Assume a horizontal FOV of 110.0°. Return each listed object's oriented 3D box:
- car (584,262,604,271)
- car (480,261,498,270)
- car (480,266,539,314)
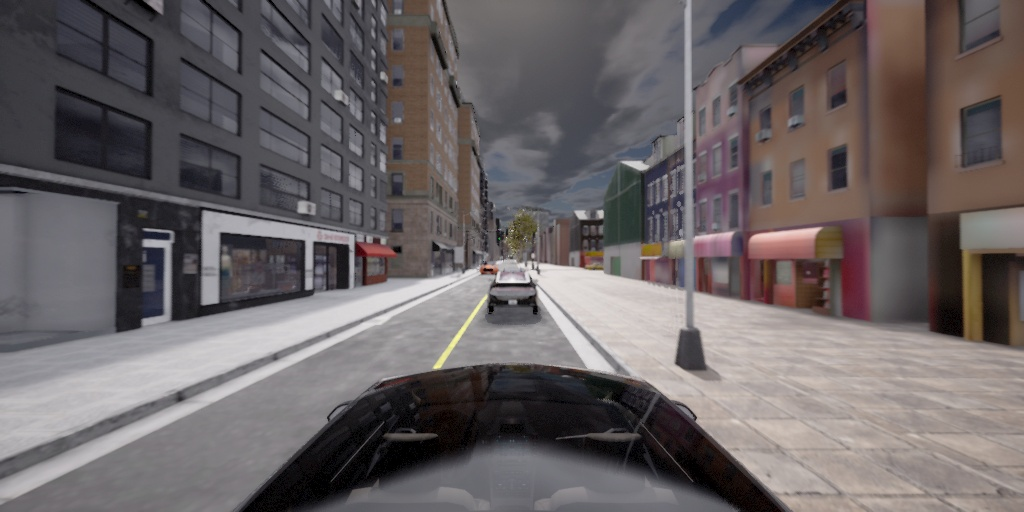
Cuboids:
[{"bbox_3d":[13.910,1.697,56.435,4.829,1.417,1.751,0,0,0],"label":"car"},{"bbox_3d":[-2.777,1.388,44.162,2.097,1.767,4.553,0,0,1],"label":"car"},{"bbox_3d":[0.049,1.335,14.273,2.128,1.511,4.902,0,0,0],"label":"car"}]
